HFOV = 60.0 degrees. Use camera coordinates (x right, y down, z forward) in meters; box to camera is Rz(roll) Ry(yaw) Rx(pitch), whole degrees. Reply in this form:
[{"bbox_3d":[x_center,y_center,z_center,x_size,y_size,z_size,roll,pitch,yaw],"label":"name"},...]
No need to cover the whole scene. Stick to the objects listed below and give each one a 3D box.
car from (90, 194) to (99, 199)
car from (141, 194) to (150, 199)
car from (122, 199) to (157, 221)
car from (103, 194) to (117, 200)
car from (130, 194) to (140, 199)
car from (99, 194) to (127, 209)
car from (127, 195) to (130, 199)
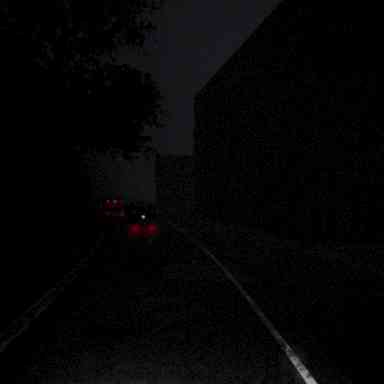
[{"bbox_3d":[-24.191,1.191,87.422,2.163,1.488,4.792,4,-2,-33],"label":"car"},{"bbox_3d":[-14.939,1.604,93.621,2.435,2.045,5.566,4,-2,-33],"label":"car"},{"bbox_3d":[-4.024,1.440,25.408,1.895,1.301,4.718,0,0,-16],"label":"car"},{"bbox_3d":[-21.908,1.371,89.005,2.163,1.488,4.792,4,-2,-33],"label":"car"},{"bbox_3d":[-17.257,1.692,92.045,2.097,1.535,5.008,4,-2,-33],"label":"car"},{"bbox_3d":[-9.618,1.125,40.104,2.097,1.767,4.553,0,0,-22],"label":"car"},{"bbox_3d":[-19.583,1.395,90.548,2.185,1.767,4.553,4,-2,-33],"label":"car"}]
